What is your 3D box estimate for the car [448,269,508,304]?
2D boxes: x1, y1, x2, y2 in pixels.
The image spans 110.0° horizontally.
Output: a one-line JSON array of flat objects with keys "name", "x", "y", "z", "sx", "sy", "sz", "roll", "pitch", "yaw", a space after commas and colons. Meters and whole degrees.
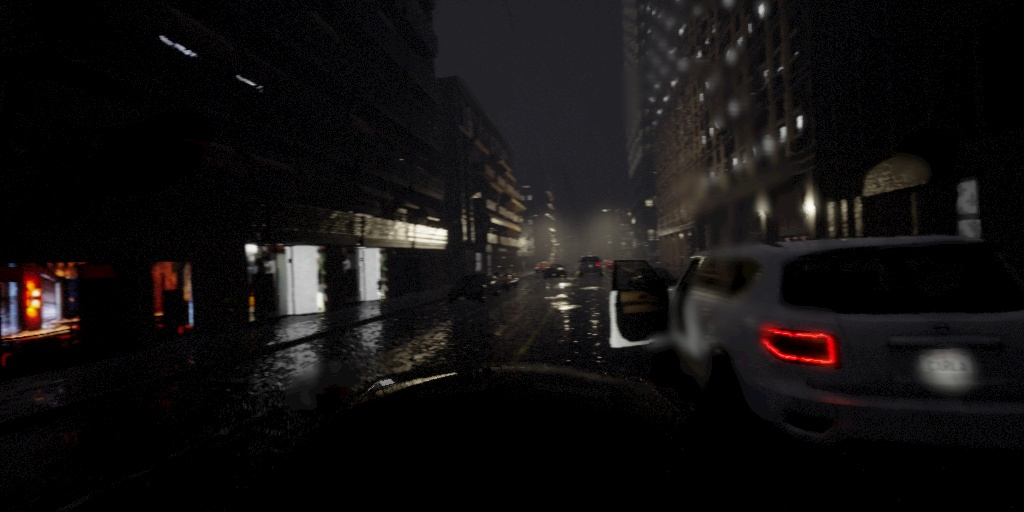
[{"name": "car", "x": -1.778, "y": 1.548, "z": 18.304, "sx": 1.948, "sy": 1.339, "sz": 4.313, "roll": 0, "pitch": 0, "yaw": 12}]

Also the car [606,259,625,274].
[{"name": "car", "x": 12.364, "y": 1.170, "z": 44.145, "sx": 1.888, "sy": 1.381, "sz": 4.507, "roll": 0, "pitch": 0, "yaw": 12}]

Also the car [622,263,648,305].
[{"name": "car", "x": 6.407, "y": 1.179, "z": 16.539, "sx": 1.948, "sy": 1.339, "sz": 4.313, "roll": 0, "pitch": 0, "yaw": 12}]

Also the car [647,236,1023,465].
[{"name": "car", "x": 3.595, "y": 0.846, "z": 5.118, "sx": 2.150, "sy": 2.045, "sz": 5.566, "roll": -3, "pitch": -1, "yaw": 12}]

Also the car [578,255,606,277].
[{"name": "car", "x": 7.723, "y": 0.958, "z": 35.177, "sx": 2.150, "sy": 2.045, "sz": 5.566, "roll": -3, "pitch": -1, "yaw": 13}]

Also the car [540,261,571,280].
[{"name": "car", "x": 4.106, "y": 1.438, "z": 33.352, "sx": 1.994, "sy": 1.385, "sz": 4.181, "roll": -3, "pitch": -1, "yaw": 12}]

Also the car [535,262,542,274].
[{"name": "car", "x": 4.180, "y": 1.435, "z": 45.911, "sx": 1.967, "sy": 1.591, "sz": 4.097, "roll": 0, "pitch": 0, "yaw": 12}]

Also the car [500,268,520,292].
[{"name": "car", "x": -0.622, "y": 1.509, "z": 23.660, "sx": 1.751, "sy": 1.417, "sz": 4.829, "roll": 0, "pitch": 0, "yaw": 12}]
